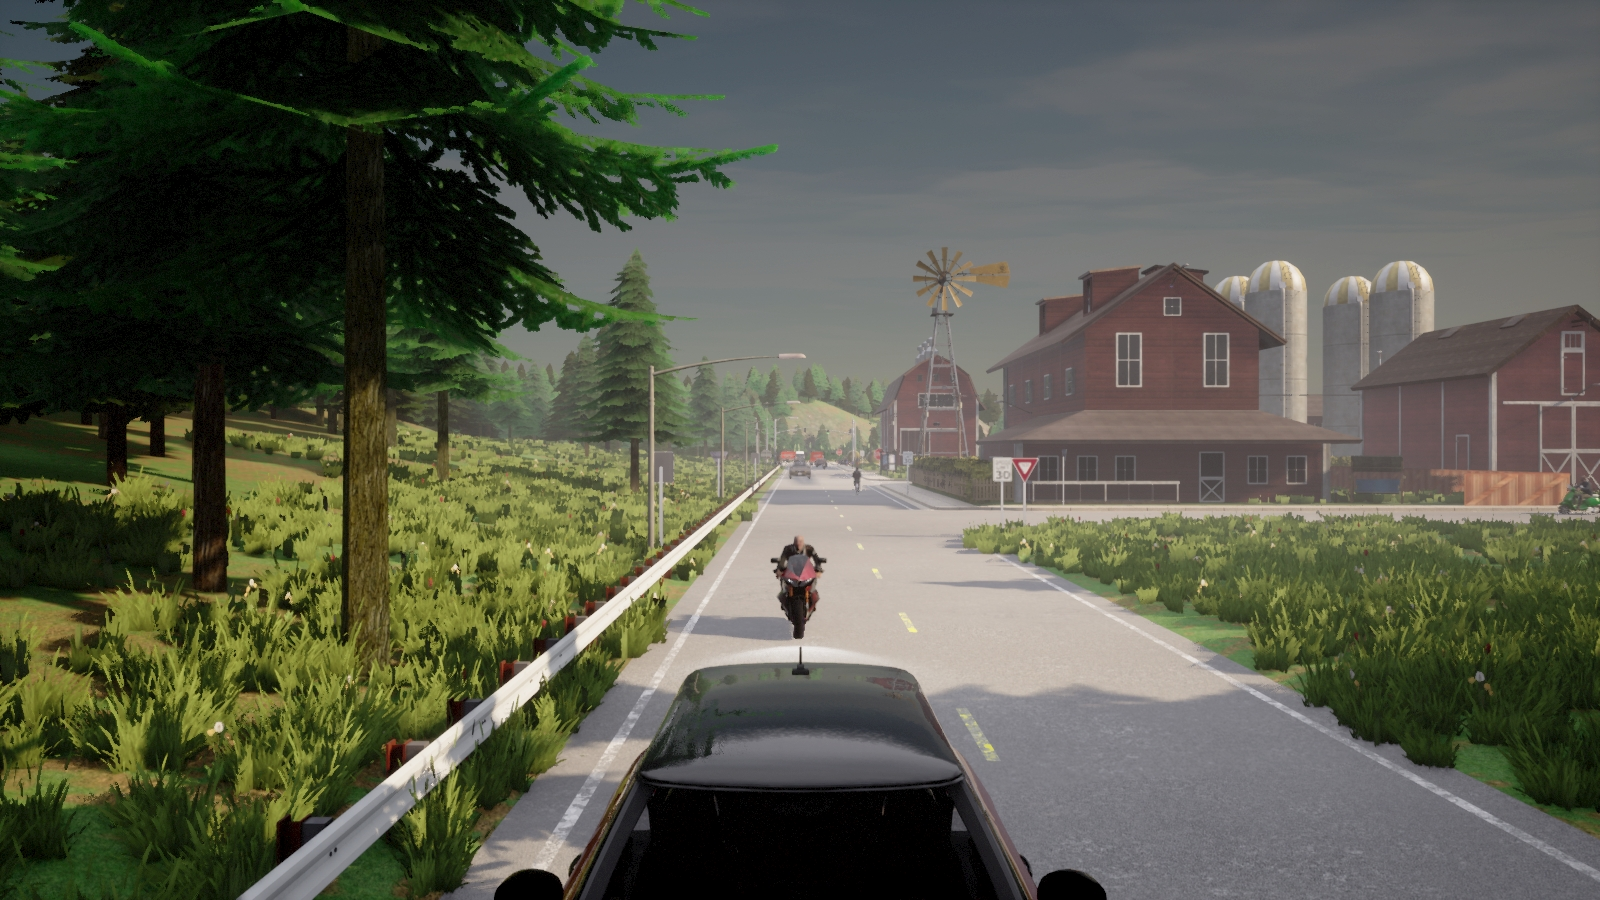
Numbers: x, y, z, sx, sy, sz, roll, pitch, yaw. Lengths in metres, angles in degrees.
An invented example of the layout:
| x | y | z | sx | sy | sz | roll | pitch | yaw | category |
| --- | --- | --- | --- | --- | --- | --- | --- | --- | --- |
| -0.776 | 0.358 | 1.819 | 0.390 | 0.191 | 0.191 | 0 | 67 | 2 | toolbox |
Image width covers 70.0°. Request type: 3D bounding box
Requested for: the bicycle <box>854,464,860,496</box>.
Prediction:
| x | y | z | sx | sy | sz | roll | pitch | yaw | category |
| --- | --- | --- | --- | --- | --- | --- | --- | --- | --- |
| 3.513 | 1.836 | 70.567 | 0.329 | 1.919 | 1.835 | 0 | 0 | 0 | bicycle |

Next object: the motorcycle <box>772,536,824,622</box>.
| x | y | z | sx | sy | sz | roll | pitch | yaw | category |
| --- | --- | --- | --- | --- | --- | --- | --- | --- | --- |
| -0.035 | 2.205 | 19.937 | 0.867 | 1.251 | 2.209 | 0 | 0 | 0 | motorcycle |

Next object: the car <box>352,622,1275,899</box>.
| x | y | z | sx | sy | sz | roll | pitch | yaw | category |
| --- | --- | --- | --- | --- | --- | --- | --- | --- | --- |
| 0.033 | 1.906 | 4.501 | 2.097 | 1.767 | 4.553 | 0 | 0 | 0 | car |
